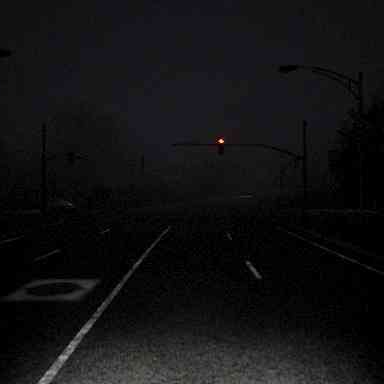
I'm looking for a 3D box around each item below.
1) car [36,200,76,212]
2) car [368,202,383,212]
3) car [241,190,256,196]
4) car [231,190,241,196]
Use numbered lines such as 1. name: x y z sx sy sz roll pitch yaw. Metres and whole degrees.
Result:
1. car: -16.821 1.669 41.184 4.674 1.442 1.812 -1 0 3
2. car: 23.316 1.403 38.807 5.008 1.535 1.882 -1 0 3
3. car: 14.755 0.250 84.573 1.994 1.385 4.181 0 3 30
4. car: 11.812 0.197 86.466 1.837 1.490 4.892 0 3 30
